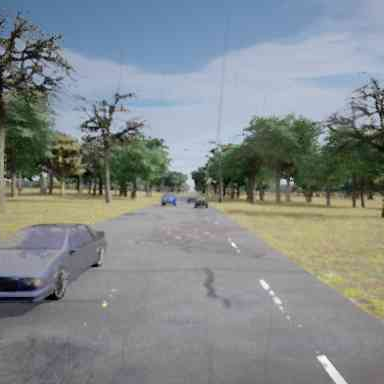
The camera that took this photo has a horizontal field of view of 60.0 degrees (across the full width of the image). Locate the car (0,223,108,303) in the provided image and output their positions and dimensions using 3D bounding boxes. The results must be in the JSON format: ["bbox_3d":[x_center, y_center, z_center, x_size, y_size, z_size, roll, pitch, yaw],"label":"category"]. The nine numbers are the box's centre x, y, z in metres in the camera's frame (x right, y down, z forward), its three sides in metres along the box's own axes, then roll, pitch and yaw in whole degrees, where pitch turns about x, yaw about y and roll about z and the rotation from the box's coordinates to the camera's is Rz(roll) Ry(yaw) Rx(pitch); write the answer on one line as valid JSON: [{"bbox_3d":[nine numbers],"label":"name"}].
[{"bbox_3d":[-3.604,1.527,8.548,2.033,1.411,5.357,0,0,0],"label":"car"}]

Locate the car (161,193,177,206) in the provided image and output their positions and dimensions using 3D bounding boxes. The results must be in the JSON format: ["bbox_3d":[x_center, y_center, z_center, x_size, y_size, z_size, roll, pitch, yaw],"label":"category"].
[{"bbox_3d":[-3.583,1.123,52.282,2.150,2.045,5.566,0,0,0],"label":"car"}]

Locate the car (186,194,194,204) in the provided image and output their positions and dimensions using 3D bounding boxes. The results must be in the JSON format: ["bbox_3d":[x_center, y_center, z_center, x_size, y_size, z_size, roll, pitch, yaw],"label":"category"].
[{"bbox_3d":[-0.028,1.396,62.161,1.837,1.490,4.892,0,0,0],"label":"car"}]

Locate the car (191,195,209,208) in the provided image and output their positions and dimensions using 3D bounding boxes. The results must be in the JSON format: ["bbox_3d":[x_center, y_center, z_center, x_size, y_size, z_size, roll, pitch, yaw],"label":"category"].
[{"bbox_3d":[1.204,1.418,45.165,1.837,1.490,4.892,0,0,0],"label":"car"}]

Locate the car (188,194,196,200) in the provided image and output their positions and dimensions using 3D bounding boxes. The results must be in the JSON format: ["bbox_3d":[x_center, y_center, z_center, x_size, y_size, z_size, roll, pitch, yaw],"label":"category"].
[{"bbox_3d":[-0.035,1.243,79.354,1.812,1.442,4.674,0,0,0],"label":"car"}]
